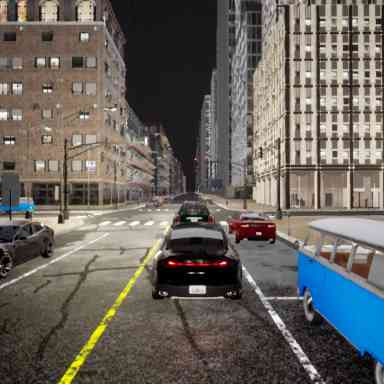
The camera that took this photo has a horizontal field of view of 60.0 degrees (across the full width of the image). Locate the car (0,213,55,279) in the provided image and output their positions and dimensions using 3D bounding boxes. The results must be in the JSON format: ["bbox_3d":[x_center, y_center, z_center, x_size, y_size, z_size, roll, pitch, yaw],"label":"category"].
[{"bbox_3d":[-5.680,1.566,10.095,1.947,1.339,4.313,1,0,0],"label":"car"}]

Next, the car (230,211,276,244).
[{"bbox_3d":[2.703,1.545,15.663,1.887,1.381,4.507,1,0,0],"label":"car"}]

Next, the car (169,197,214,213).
[{"bbox_3d":[0.075,1.351,17.484,2.097,1.767,4.553,0,0,-1],"label":"car"}]

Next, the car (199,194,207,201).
[{"bbox_3d":[2.726,1.393,82.016,1.967,1.590,4.097,1,0,0],"label":"car"}]

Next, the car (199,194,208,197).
[{"bbox_3d":[2.718,1.528,59.409,2.008,1.369,4.403,1,0,0],"label":"car"}]

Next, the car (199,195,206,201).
[{"bbox_3d":[2.727,1.471,87.837,1.752,1.417,4.829,1,0,0],"label":"car"}]

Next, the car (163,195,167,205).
[{"bbox_3d":[-5.663,1.424,53.762,1.967,1.590,4.097,1,0,0],"label":"car"}]

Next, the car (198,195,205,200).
[{"bbox_3d":[2.728,1.520,93.318,1.802,1.307,4.206,1,0,0],"label":"car"}]

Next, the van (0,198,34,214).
[{"bbox_3d":[-19.726,1.524,36.984,3.998,1.788,1.690,0,0,1],"label":"van"}]

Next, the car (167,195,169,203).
[{"bbox_3d":[-5.663,1.559,59.413,1.802,1.307,4.206,1,0,0],"label":"car"}]

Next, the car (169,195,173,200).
[{"bbox_3d":[-5.659,1.516,70.716,2.008,1.369,4.403,1,0,0],"label":"car"}]

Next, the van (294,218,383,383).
[{"bbox_3d":[2.702,1.342,4.509,1.690,1.788,3.998,1,0,0],"label":"van"}]

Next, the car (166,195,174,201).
[{"bbox_3d":[-5.653,1.471,87.501,1.752,1.417,4.829,1,0,0],"label":"car"}]

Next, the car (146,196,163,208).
[{"bbox_3d":[-5.667,1.571,48.110,1.802,1.307,4.206,1,0,0],"label":"car"}]

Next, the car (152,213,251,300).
[{"bbox_3d":[0.103,1.505,8.391,1.837,1.490,4.892,0,0,0],"label":"car"}]
